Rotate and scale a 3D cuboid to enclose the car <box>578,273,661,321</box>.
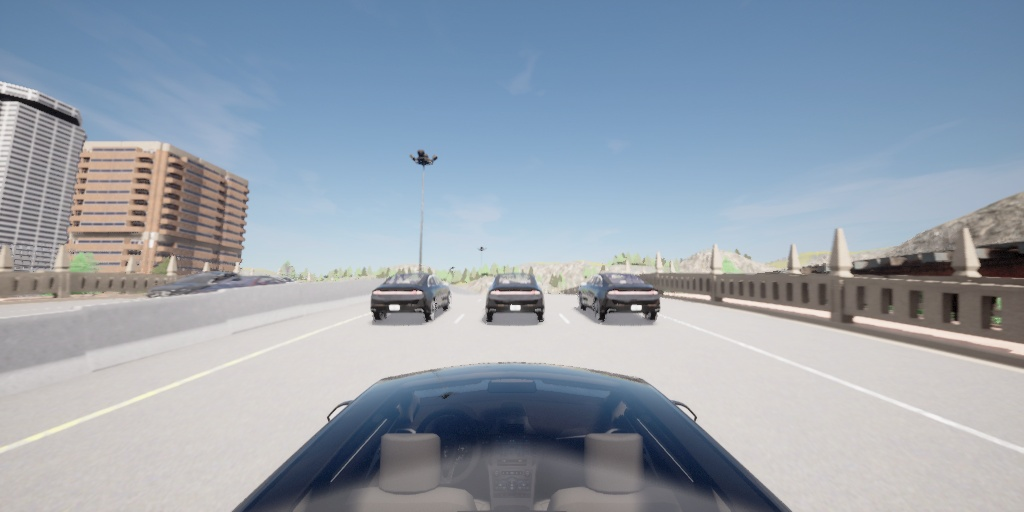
[{"bbox_3d":[3.599,1.356,12.796,2.128,1.511,4.902,0,-2,0],"label":"car"}]

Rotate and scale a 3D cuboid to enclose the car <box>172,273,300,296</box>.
[{"bbox_3d":[-10.600,1.475,14.398,1.994,1.385,4.181,0,-2,0],"label":"car"}]

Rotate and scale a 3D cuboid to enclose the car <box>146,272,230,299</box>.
[{"bbox_3d":[-14.102,1.510,16.762,1.837,1.490,4.892,0,-3,0],"label":"car"}]

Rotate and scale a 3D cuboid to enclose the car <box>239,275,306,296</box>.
[{"bbox_3d":[-17.599,2.201,26.679,1.812,1.442,4.674,0,-5,0],"label":"car"}]

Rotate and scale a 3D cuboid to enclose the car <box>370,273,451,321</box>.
[{"bbox_3d":[-3.401,1.357,12.809,2.128,1.511,4.902,0,-2,0],"label":"car"}]

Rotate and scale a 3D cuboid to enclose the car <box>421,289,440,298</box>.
[{"bbox_3d":[-14.031,6.494,61.882,2.128,1.511,4.902,0,-7,0],"label":"car"}]

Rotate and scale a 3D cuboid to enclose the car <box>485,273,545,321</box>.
[{"bbox_3d":[0.099,1.356,12.801,2.128,1.511,4.902,0,-2,0],"label":"car"}]
